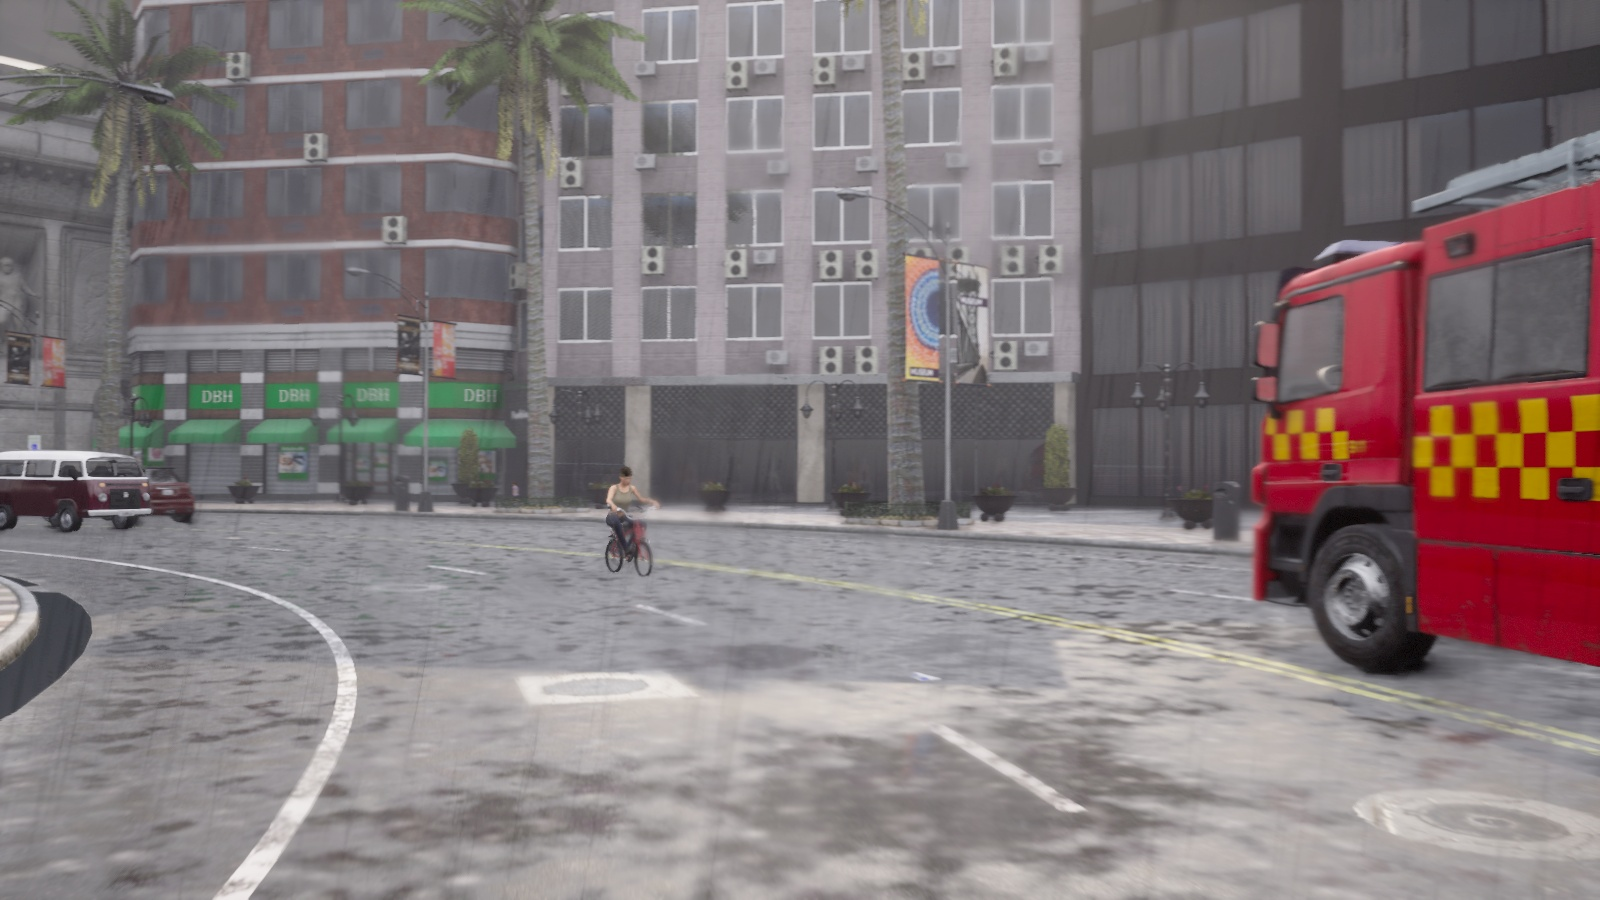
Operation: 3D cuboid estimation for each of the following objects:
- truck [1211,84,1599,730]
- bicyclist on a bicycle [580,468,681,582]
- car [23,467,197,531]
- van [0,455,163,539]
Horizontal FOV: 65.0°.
[{"bbox_3d":[6.085,-0.248,8.126,2.891,3.827,8.468,0,-1,-9],"label":"truck"},{"bbox_3d":[-2.549,1.080,18.752,0.866,1.612,1.509,0,-1,-36],"label":"bicyclist on a bicycle"},{"bbox_3d":[-20.071,1.399,36.556,4.553,1.767,2.097,-1,-1,24],"label":"car"},{"bbox_3d":[-18.822,1.183,32.188,4.480,2.038,2.069,-1,-1,24],"label":"van"}]
